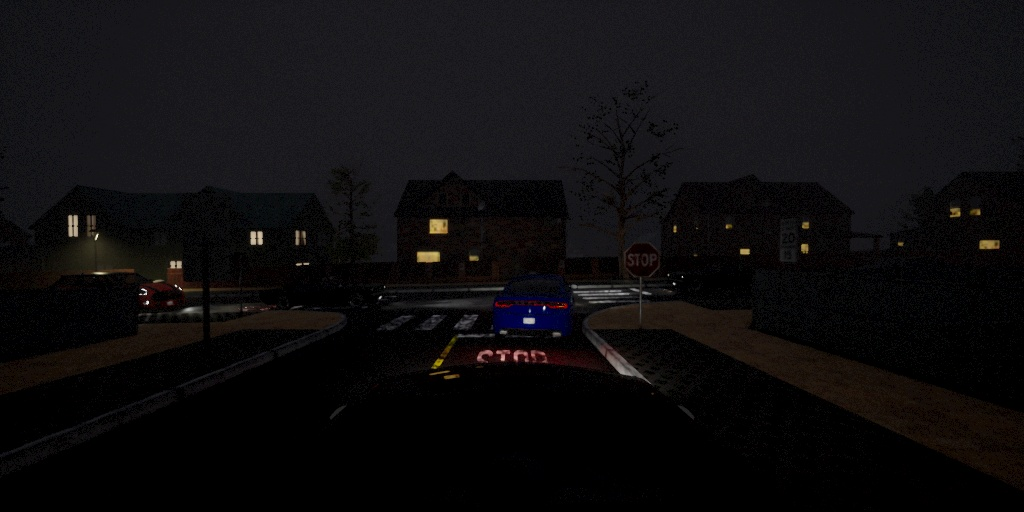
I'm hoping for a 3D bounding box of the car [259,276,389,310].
[{"bbox_3d":[-7.820,1.509,15.264,4.718,1.301,1.895,-1,1,0],"label":"car"}]

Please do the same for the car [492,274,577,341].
[{"bbox_3d":[0.781,1.228,10.061,1.882,1.535,5.008,0,0,10],"label":"car"}]

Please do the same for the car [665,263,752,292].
[{"bbox_3d":[10.401,1.038,18.202,4.718,1.301,1.895,-1,1,-1],"label":"car"}]

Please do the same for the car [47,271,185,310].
[{"bbox_3d":[-16.807,1.474,15.251,4.553,1.767,2.097,-1,1,0],"label":"car"}]

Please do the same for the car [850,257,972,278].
[{"bbox_3d":[20.046,0.757,18.244,5.357,1.411,2.033,-1,1,0],"label":"car"}]
